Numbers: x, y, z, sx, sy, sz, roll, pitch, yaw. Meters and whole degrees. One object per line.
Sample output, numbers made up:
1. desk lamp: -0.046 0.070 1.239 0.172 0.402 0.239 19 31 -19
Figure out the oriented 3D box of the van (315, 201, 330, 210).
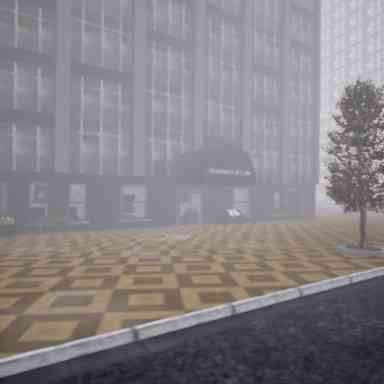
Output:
1. van: 24.282 2.593 63.261 1.690 1.788 3.998 0 -1 -22
